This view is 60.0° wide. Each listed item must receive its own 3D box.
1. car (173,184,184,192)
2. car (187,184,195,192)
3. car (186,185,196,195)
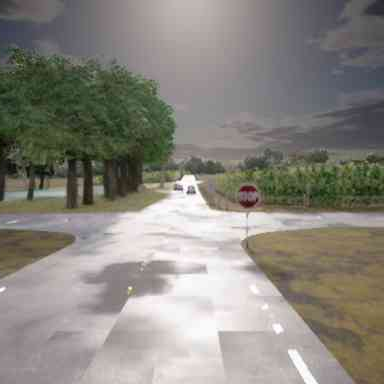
[{"bbox_3d":[-2.918,-1.008,72.875,2.097,1.767,4.553,0,3,0],"label":"car"},{"bbox_3d":[-0.182,-0.942,78.690,1.882,1.535,5.008,0,3,0],"label":"car"},{"bbox_3d":[-0.159,-0.241,68.711,1.994,1.385,4.181,0,2,0],"label":"car"}]
